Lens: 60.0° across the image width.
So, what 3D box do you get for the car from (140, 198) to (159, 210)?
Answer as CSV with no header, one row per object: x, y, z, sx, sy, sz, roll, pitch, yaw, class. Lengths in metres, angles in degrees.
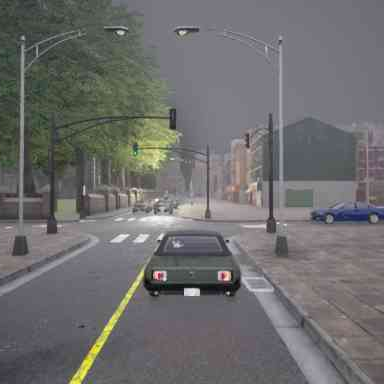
-5.543,1.597,44.016,2.008,1.369,4.403,1,0,0,car

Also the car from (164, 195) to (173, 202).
-5.851,1.619,82.166,1.967,1.590,4.097,1,0,0,car

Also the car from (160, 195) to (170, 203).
-5.762,1.568,71.266,1.967,1.590,4.097,1,0,0,car

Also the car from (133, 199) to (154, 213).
-5.552,1.563,38.854,1.752,1.417,4.829,1,0,0,car

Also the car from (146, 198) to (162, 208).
-5.587,1.623,49.466,1.947,1.339,4.313,1,0,0,car

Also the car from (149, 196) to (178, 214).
-2.947,1.523,35.354,2.128,1.511,4.902,0,0,0,car

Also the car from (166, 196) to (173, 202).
-5.895,1.732,87.446,1.752,1.417,4.829,1,0,0,car

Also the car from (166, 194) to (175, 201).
-5.937,1.554,93.068,2.192,1.841,5.009,1,0,0,car

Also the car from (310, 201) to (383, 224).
10.943,1.430,23.544,5.008,1.535,1.882,-1,-1,0,car

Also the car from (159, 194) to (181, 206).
-3.026,1.401,45.249,2.097,1.767,4.553,0,0,0,car

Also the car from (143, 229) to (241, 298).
0.030,1.605,8.501,1.895,1.301,4.718,0,0,1,car

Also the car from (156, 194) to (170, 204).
-5.715,1.422,65.816,2.192,1.841,5.009,1,0,0,car

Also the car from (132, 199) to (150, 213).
-5.512,1.585,36.880,2.008,1.369,4.403,1,0,0,car

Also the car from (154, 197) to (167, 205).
-5.676,1.670,60.365,1.802,1.307,4.206,1,0,0,car
